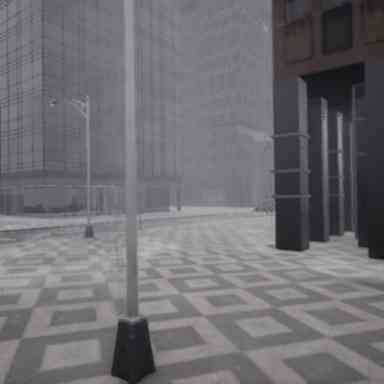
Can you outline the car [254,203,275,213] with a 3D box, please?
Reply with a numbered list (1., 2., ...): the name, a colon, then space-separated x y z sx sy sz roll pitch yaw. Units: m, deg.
1. car: 11.469 2.424 51.313 2.033 1.411 5.357 -1 -1 36
